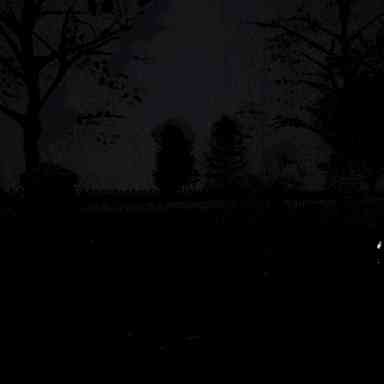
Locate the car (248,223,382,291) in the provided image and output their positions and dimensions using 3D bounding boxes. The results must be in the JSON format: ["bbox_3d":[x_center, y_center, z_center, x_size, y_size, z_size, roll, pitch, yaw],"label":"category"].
[{"bbox_3d":[3.461,1.566,9.024,4.313,1.339,1.947,0,0,-35],"label":"car"}]
